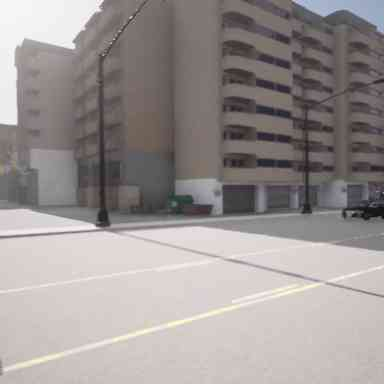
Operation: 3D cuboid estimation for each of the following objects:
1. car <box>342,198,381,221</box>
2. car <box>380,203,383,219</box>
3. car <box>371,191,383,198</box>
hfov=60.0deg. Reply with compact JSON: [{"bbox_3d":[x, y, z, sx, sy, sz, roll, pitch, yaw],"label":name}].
[{"bbox_3d":[14.069,1.480,26.932,4.902,1.511,2.128,0,0,-35],"label":"car"},{"bbox_3d":[16.096,1.479,24.079,4.902,1.511,2.128,0,0,-35],"label":"car"},{"bbox_3d":[33.365,0.541,59.605,3.806,1.475,1.970,-3,2,-35],"label":"car"}]
